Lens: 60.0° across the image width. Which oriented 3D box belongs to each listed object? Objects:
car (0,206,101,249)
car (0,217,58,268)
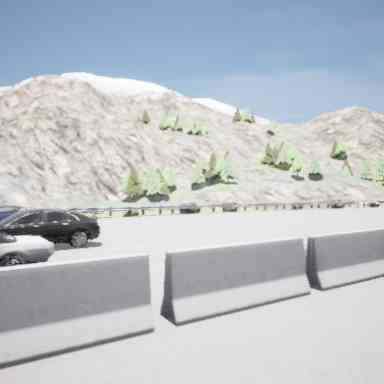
[{"bbox_3d":[-5.929,1.401,12.530,4.892,1.490,1.837,0,0,-34],"label":"car"},{"bbox_3d":[-6.071,1.530,8.200,4.718,1.301,1.895,0,1,-35],"label":"car"}]
